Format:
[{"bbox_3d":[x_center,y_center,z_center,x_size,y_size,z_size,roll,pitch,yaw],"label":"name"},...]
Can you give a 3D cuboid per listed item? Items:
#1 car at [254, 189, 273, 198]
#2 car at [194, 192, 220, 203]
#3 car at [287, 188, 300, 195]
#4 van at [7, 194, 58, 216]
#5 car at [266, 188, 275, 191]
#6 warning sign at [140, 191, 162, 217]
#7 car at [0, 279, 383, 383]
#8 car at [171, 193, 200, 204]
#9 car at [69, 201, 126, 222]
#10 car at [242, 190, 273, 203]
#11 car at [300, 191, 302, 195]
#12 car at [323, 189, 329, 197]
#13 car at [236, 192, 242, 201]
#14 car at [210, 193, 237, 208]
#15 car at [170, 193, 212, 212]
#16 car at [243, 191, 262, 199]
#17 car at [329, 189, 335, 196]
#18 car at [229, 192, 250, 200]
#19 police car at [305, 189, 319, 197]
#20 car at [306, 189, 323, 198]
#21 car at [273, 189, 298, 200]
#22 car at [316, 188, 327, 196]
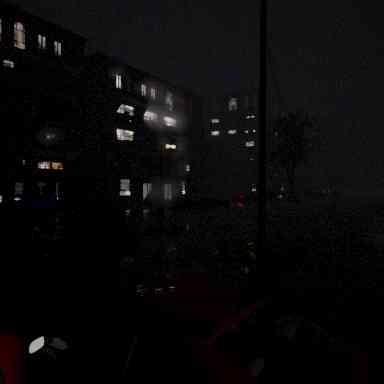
[{"bbox_3d":[15.066,0.227,69.670,2.192,1.841,5.009,2,2,35],"label":"car"},{"bbox_3d":[2.343,0.808,51.388,2.008,1.369,4.403,2,2,35],"label":"car"},{"bbox_3d":[24.604,-0.029,83.385,2.192,1.841,5.009,2,2,35],"label":"car"},{"bbox_3d":[-13.553,1.035,28.523,1.690,1.788,3.998,2,2,35],"label":"van"},{"bbox_3d":[13.187,0.357,57.029,2.150,2.045,5.566,1,1,35],"label":"car"},{"bbox_3d":[-3.057,0.851,24.823,1.300,1.860,1.060,-1,0,35],"label":"warning sign"},{"bbox_3d":[-0.316,1.544,3.095,4.507,1.381,1.887,0,0,36],"label":"car"},{"bbox_3d":[-0.836,0.910,46.816,1.947,1.339,4.313,2,2,35],"label":"car"},{"bbox_3d":[-6.676,1.329,23.745,1.947,1.339,4.313,2,2,35],"label":"car"},{"bbox_3d":[9.223,0.877,46.603,2.008,1.369,4.403,2,2,35],"label":"car"},{"bbox_3d":[27.781,0.115,87.963,1.887,1.381,4.507,2,2,35],"label":"car"},{"bbox_3d":[28.301,0.361,74.034,2.008,1.369,4.403,2,2,35],"label":"car"},{"bbox_3d":[7.563,0.816,48.861,1.812,1.442,4.674,1,1,35],"label":"car"},{"bbox_3d":[2.863,1.051,37.459,2.008,1.369,4.403,2,2,35],"label":"car"},{"bbox_3d":[-0.317,1.132,32.887,1.887,1.381,4.507,2,2,35],"label":"car"},{"bbox_3d":[11.786,0.526,64.963,1.752,1.417,4.829,2,2,35],"label":"car"},{"bbox_3d":[34.662,0.080,83.176,1.967,1.590,4.097,2,2,35],"label":"car"},{"bbox_3d":[8.703,0.650,60.533,1.947,1.339,4.313,2,2,35],"label":"car"},{"bbox_3d":[27.663,0.191,76.647,1.930,1.638,5.238,0,1,32],"label":"police car"},{"bbox_3d":[25.122,0.446,69.464,2.008,1.369,4.403,2,2,35],"label":"car"},{"bbox_3d":[15.680,0.676,55.886,1.752,1.417,4.829,2,2,35],"label":"car"},{"bbox_3d":[33.119,-0.033,84.768,2.097,1.767,4.553,0,1,28],"label":"car"}]
